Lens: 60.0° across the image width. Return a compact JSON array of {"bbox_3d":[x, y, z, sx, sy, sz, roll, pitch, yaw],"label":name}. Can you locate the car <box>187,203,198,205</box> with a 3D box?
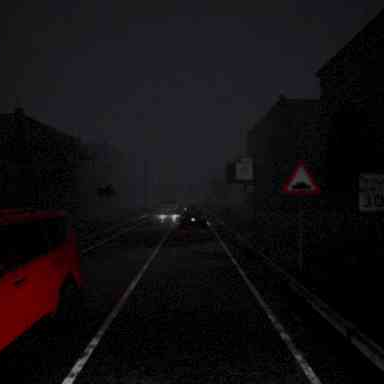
[{"bbox_3d":[0.071,2.207,41.588,1.837,1.490,4.892,0,-1,0],"label":"car"}]

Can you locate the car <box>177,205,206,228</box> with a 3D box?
[{"bbox_3d":[0.079,2.005,25.968,1.994,1.385,4.181,0,-1,0],"label":"car"}]

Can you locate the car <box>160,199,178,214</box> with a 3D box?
[{"bbox_3d":[-3.119,1.991,46.038,2.150,2.045,5.566,0,-1,0],"label":"car"}]

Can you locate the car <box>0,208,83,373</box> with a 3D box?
[{"bbox_3d":[-3.104,1.277,4.075,2.150,2.045,5.566,0,-1,0],"label":"car"}]
